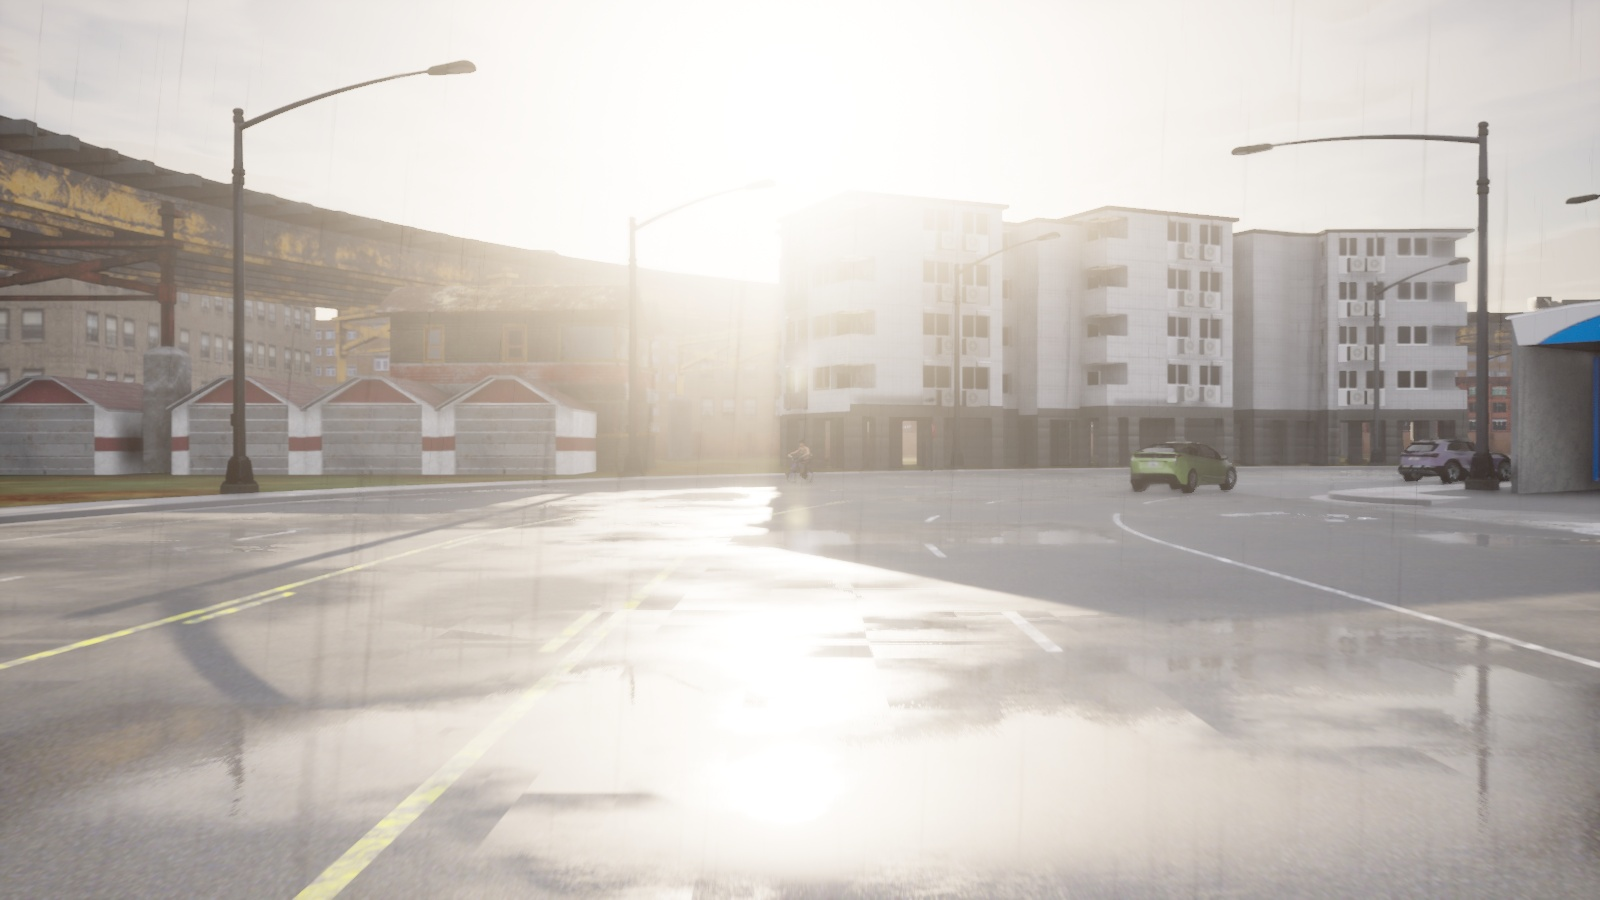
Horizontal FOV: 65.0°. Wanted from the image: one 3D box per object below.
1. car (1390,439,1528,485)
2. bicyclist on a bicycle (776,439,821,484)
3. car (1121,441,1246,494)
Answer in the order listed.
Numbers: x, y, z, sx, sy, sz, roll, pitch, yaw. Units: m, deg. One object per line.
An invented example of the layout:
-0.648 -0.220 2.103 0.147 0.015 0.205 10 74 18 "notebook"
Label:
24.834 0.430 47.300 4.856 1.649 2.033 0 0 -24 "car"
-0.047 0.423 46.083 0.866 1.612 1.509 1 1 40 "bicyclist on a bicycle"
11.755 0.487 38.317 2.007 1.525 4.514 0 0 40 "car"
